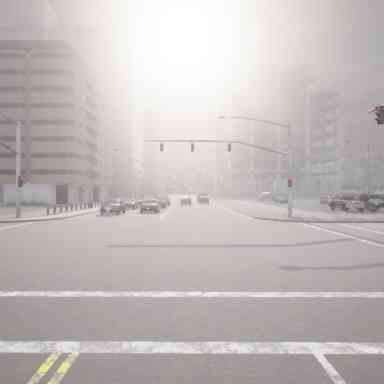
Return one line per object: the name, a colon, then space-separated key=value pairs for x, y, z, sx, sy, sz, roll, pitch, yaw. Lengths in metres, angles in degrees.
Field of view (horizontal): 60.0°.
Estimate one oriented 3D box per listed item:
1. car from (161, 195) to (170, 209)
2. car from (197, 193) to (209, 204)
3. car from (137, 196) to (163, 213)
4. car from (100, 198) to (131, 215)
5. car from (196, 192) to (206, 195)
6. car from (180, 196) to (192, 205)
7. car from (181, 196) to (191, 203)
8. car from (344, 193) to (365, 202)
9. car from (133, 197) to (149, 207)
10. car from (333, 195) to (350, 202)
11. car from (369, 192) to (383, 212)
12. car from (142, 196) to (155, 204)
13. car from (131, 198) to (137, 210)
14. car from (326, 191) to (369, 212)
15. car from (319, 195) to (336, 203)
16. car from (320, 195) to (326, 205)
car: x=-4.647 y=1.352 z=45.988 sx=2.097 sy=1.767 sz=4.553 roll=0 pitch=0 yaw=-1
car: x=2.299 y=1.477 z=64.641 sx=1.882 sy=1.535 sz=5.008 roll=0 pitch=0 yaw=0
car: x=-4.575 y=1.505 z=36.845 sx=1.837 sy=1.490 sz=4.892 roll=0 pitch=0 yaw=0
car: x=-8.053 y=1.491 z=34.221 sx=2.128 sy=1.511 sz=4.902 roll=0 pitch=0 yaw=0
car: x=2.219 y=1.051 z=74.446 sx=2.150 sy=2.045 sz=5.566 roll=0 pitch=0 yaw=0
car: x=-1.057 y=1.492 z=58.993 sx=2.128 sy=1.511 sz=4.902 roll=0 pitch=0 yaw=0
car: x=-1.241 y=1.542 z=72.660 sx=2.033 sy=1.411 sz=5.357 roll=0 pitch=0 yaw=0
car: x=33.379 y=1.153 z=68.409 sx=1.932 sy=1.855 sz=4.605 roll=0 pitch=0 yaw=0
car: x=-8.205 y=1.564 z=53.365 sx=1.994 sy=1.385 sz=4.181 roll=0 pitch=0 yaw=-1
car: x=30.696 y=1.364 z=68.346 sx=1.784 sy=1.438 sz=3.905 roll=0 pitch=0 yaw=0
car: x=19.478 y=1.156 z=35.725 sx=1.905 sy=1.878 sz=3.866 roll=0 pitch=0 yaw=0
car: x=-8.241 y=1.477 z=63.488 sx=1.882 sy=1.535 sz=5.008 roll=0 pitch=0 yaw=0
car: x=-8.120 y=1.526 z=43.370 sx=1.812 sy=1.442 sz=4.674 roll=0 pitch=0 yaw=0
car: x=16.583 y=1.153 z=35.766 sx=1.932 sy=1.855 sz=4.605 roll=0 pitch=0 yaw=0
car: x=27.801 y=1.395 z=68.333 sx=1.970 sy=1.475 sz=3.806 roll=0 pitch=0 yaw=0
car: x=22.103 y=1.395 z=53.205 sx=1.970 sy=1.475 sz=3.806 roll=0 pitch=0 yaw=0
